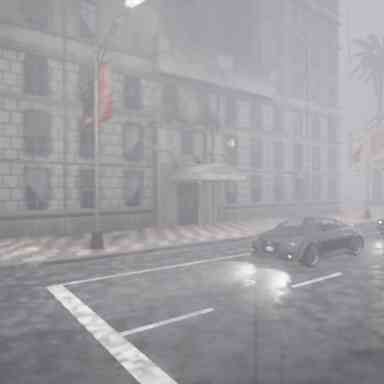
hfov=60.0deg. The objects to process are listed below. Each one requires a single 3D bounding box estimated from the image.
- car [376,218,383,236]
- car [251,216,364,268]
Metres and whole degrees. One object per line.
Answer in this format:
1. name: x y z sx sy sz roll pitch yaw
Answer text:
1. car: 11.074 1.495 16.430 4.718 1.301 1.895 0 0 -36
2. car: 3.956 1.515 11.241 4.181 1.385 1.994 0 0 -36
